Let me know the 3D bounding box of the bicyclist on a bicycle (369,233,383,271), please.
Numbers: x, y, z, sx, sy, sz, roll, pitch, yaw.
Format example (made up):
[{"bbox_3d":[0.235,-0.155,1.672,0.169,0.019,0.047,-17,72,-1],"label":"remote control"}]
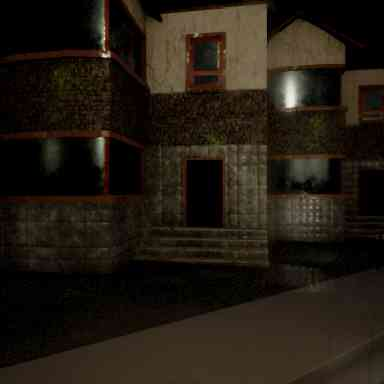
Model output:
[{"bbox_3d":[5.325,1.326,8.471,0.582,1.620,1.656,0,-2,-35],"label":"bicyclist on a bicycle"}]
